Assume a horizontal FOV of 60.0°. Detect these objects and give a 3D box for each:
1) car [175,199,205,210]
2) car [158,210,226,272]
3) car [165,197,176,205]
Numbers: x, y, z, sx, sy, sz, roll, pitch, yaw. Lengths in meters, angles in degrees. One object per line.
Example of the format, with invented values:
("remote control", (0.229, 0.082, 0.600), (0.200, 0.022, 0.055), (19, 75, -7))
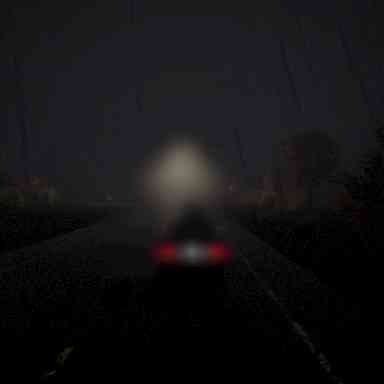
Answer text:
("car", (0.012, 1.463, 27.828), (2.128, 1.511, 4.902), (0, 0, 1))
("car", (0.009, 1.536, 10.690), (2.033, 1.411, 5.357), (0, 0, 0))
("car", (-3.623, 1.558, 57.257), (1.895, 1.301, 4.718), (0, 0, 0))
